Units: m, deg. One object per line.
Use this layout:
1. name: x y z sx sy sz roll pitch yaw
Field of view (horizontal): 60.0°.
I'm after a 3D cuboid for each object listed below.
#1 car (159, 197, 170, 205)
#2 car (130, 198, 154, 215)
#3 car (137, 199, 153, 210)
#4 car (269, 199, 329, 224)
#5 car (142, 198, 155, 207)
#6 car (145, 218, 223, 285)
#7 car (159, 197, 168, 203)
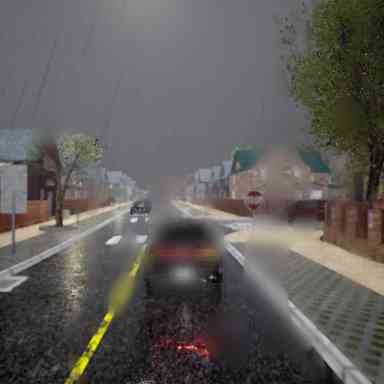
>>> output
1. car: -5.303 1.718 63.701 1.837 1.490 4.892 0 0 -6
2. car: -5.342 1.602 34.839 1.994 1.385 4.181 0 0 -6
3. car: -6.304 1.648 44.669 1.994 1.385 4.181 0 0 -6
4. car: 7.849 1.309 23.681 4.553 1.767 2.097 0 -1 -8
5. car: -7.457 1.711 57.070 2.033 1.411 5.357 0 0 -5
6. car: -0.219 1.503 9.490 1.837 1.490 4.892 0 0 -1
7. car: -6.319 1.795 74.098 1.895 1.301 4.718 0 -1 -6
